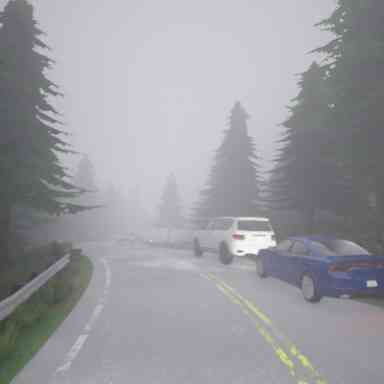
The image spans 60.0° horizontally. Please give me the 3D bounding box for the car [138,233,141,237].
[{"bbox_3d":[-8.399,6.597,48.482,2.033,1.411,5.357,2,-8,3],"label":"car"}]

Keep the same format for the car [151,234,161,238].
[{"bbox_3d":[-8.130,10.095,74.794,2.128,1.511,4.902,2,-8,7],"label":"car"}]

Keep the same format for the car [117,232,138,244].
[{"bbox_3d":[-7.671,5.392,39.122,1.895,1.301,4.718,3,-8,-8],"label":"car"}]

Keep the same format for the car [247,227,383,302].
[{"bbox_3d":[3.457,1.997,9.677,1.882,1.535,5.008,1,-4,-11],"label":"car"}]

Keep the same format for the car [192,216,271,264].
[{"bbox_3d":[1.797,2.208,15.914,2.150,2.045,5.566,3,-6,-20],"label":"car"}]
